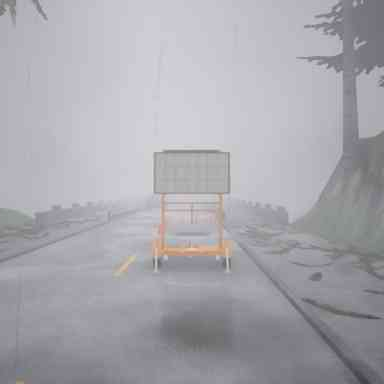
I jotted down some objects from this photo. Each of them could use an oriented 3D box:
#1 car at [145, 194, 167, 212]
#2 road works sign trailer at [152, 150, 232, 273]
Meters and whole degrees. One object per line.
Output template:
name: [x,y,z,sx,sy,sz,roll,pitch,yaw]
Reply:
car: [-4.112,1.221,38.835,2.150,2.045,5.566,0,0,0]
road works sign trailer: [-0.004,0.464,10.650,2.380,3.560,2.880,0,0,0]
